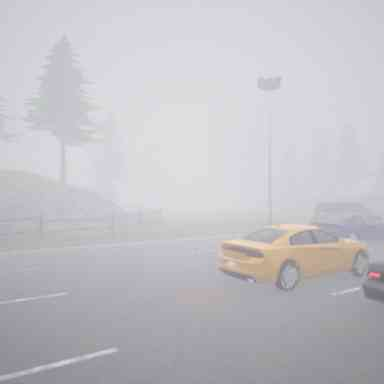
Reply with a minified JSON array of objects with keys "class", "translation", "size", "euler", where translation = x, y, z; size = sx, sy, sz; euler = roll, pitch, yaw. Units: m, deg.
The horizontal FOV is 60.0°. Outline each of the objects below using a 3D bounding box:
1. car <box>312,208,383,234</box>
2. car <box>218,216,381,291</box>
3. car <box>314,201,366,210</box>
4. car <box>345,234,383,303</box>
[{"class":"car","translation":[8.142,1.814,16.978],"size":[5.008,1.535,1.882],"euler":[1,-1,-32]},{"class":"car","translation":[3.069,1.673,9.611],"size":[5.008,1.535,1.882],"euler":[1,-1,-32]},{"class":"car","translation":[10.558,1.666,22.665],"size":[5.566,2.045,2.150],"euler":[1,-2,-32]},{"class":"car","translation":[5.962,1.691,7.300],"size":[5.357,1.411,2.033],"euler":[1,-1,-32]}]
